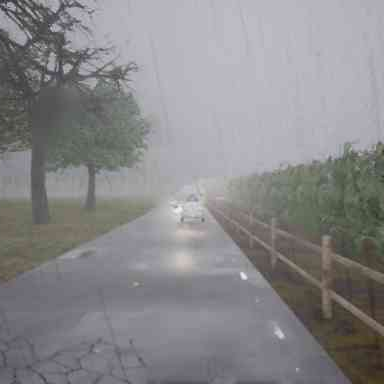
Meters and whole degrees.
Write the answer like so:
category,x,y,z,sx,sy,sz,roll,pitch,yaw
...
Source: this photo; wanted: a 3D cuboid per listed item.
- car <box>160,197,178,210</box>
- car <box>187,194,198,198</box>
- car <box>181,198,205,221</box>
category,x,y,z,sx,sy,sz,roll,pitch,yaw
car,-2.758,1.401,41.847,1.812,1.442,4.674,0,0,1
car,0.040,1.128,52.445,2.033,1.649,4.856,0,1,0
car,0.072,1.515,26.968,1.812,1.442,4.674,0,0,0
